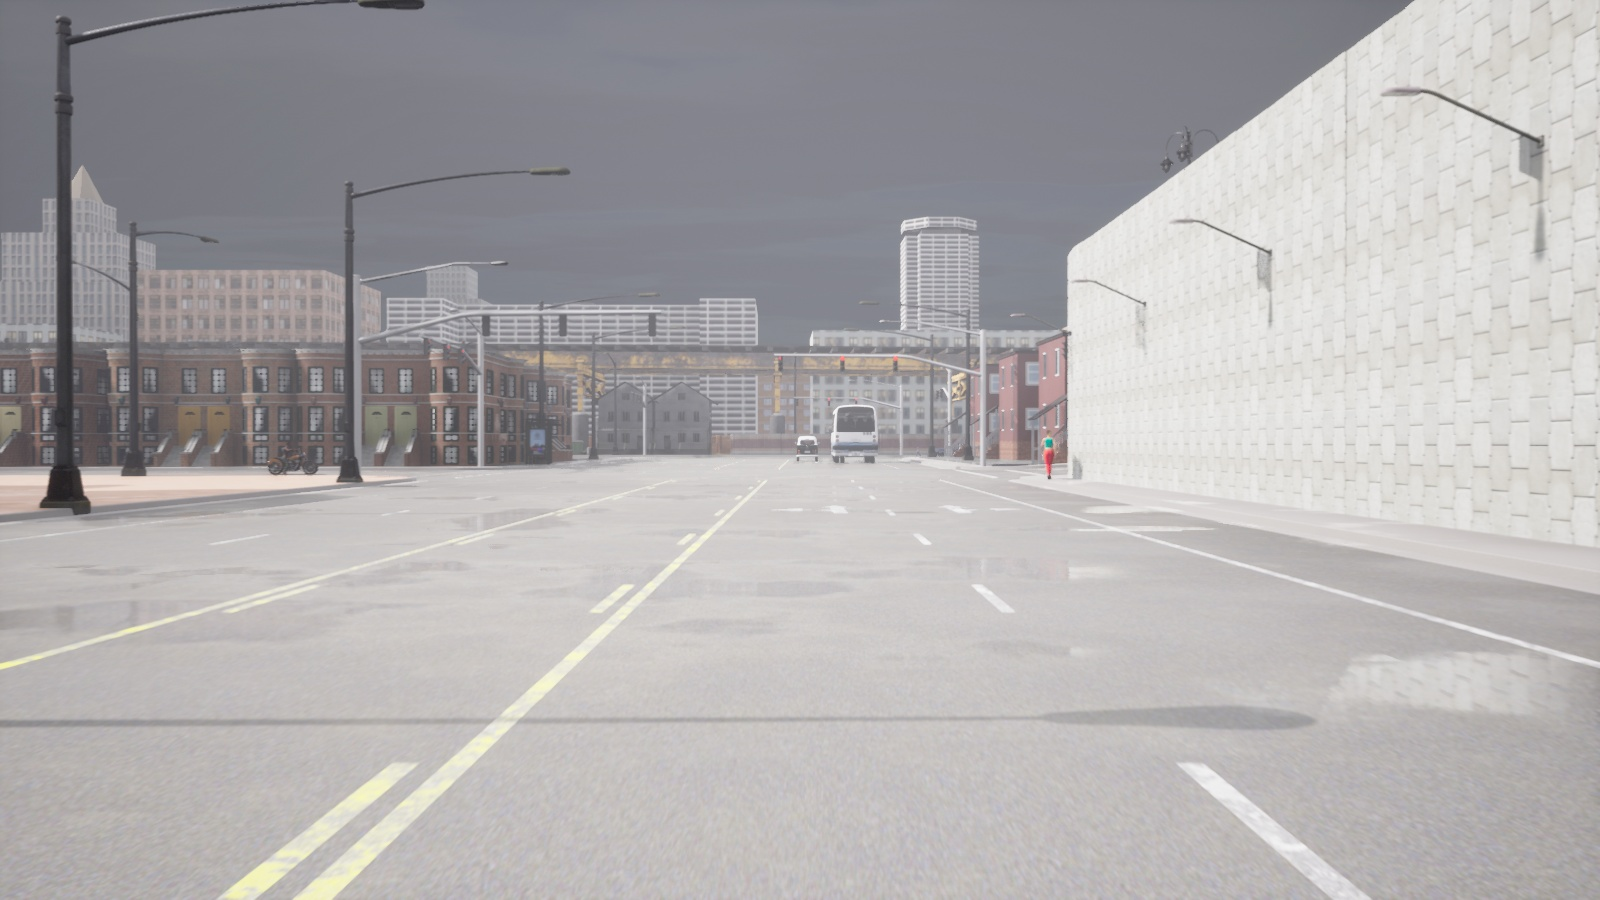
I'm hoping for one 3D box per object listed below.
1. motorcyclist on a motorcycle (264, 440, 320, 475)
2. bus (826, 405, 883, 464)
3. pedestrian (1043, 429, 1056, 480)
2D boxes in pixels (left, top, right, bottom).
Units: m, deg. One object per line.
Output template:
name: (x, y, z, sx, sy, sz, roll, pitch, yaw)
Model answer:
motorcyclist on a motorcycle: (-23.824, 0.346, 58.925, 2.350, 1.649, 0.766, 0, 0, 0)
bus: (4.063, -1.168, 96.091, 3.944, 4.253, 10.273, 0, 0, 0)
pedestrian: (9.086, 0.151, 45.771, 0.345, 1.836, 0.594, 0, 0, 1)
